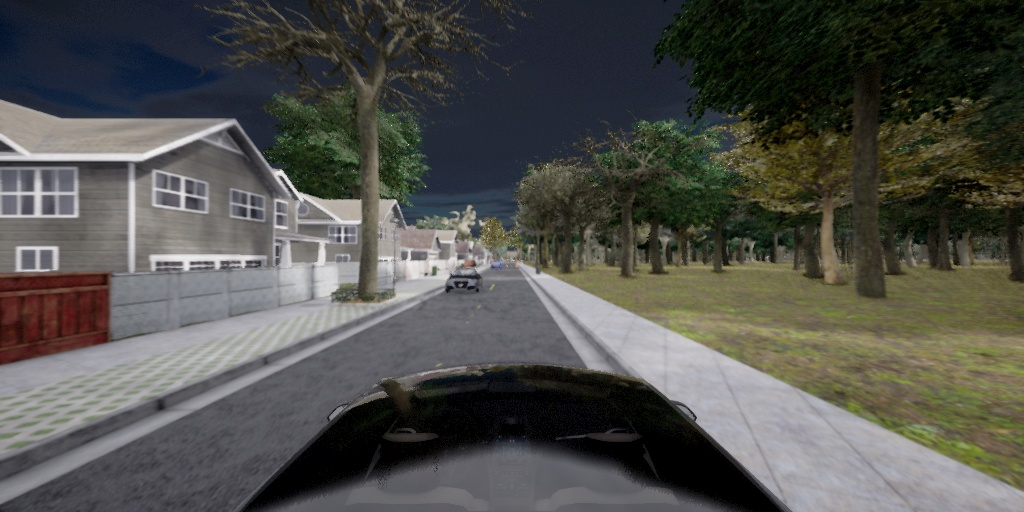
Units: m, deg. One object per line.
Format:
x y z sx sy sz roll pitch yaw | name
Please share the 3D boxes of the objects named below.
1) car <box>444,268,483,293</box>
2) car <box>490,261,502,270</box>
-2.849 1.448 22.016 1.994 1.385 4.181 0 0 0 | car
-2.776 1.659 63.818 1.882 1.535 5.008 0 0 1 | car
